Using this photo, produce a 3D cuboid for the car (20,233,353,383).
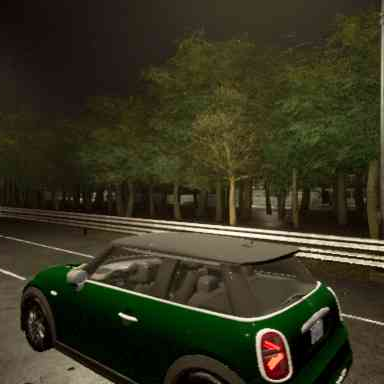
[{"bbox_3d":[-0.439,1.350,4.519,4.553,1.767,2.097,0,0,40],"label":"car"}]
